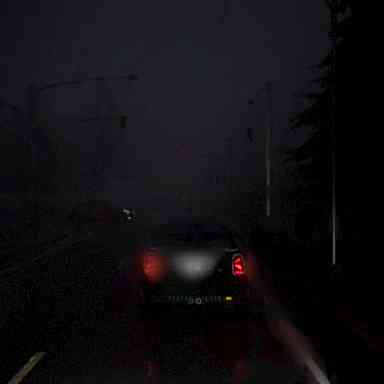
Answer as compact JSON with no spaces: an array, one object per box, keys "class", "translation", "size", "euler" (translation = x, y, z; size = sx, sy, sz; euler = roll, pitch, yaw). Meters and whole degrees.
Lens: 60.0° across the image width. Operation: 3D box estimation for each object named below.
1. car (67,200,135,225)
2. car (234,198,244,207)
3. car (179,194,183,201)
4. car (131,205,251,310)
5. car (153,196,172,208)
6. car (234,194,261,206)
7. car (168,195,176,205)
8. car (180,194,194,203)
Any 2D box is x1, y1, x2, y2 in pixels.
[{"class":"car","translation":[-6.386,1.372,23.821],"size":[4.553,1.767,2.097],"euler":[0,0,1]},{"class":"car","translation":[8.917,1.224,48.726],"size":[4.605,1.855,1.932],"euler":[0,0,-1]},{"class":"car","translation":[-2.112,1.294,83.510],"size":[2.097,1.767,4.553],"euler":[0,0,-13]},{"class":"car","translation":[0.072,1.365,8.012],"size":[2.097,1.767,4.553],"euler":[0,0,1]},{"class":"car","translation":[-3.985,1.567,43.587],"size":[1.812,1.442,4.674],"euler":[0,0,0]},{"class":"car","translation":[8.506,1.230,51.236],"size":[3.866,1.878,1.905],"euler":[0,0,-1]},{"class":"car","translation":[-4.043,1.561,52.761],"size":[1.837,1.490,4.892],"euler":[0,0,0]},{"class":"car","translation":[-0.838,1.675,73.375],"size":[1.895,1.301,4.718],"euler":[0,0,-7]}]
